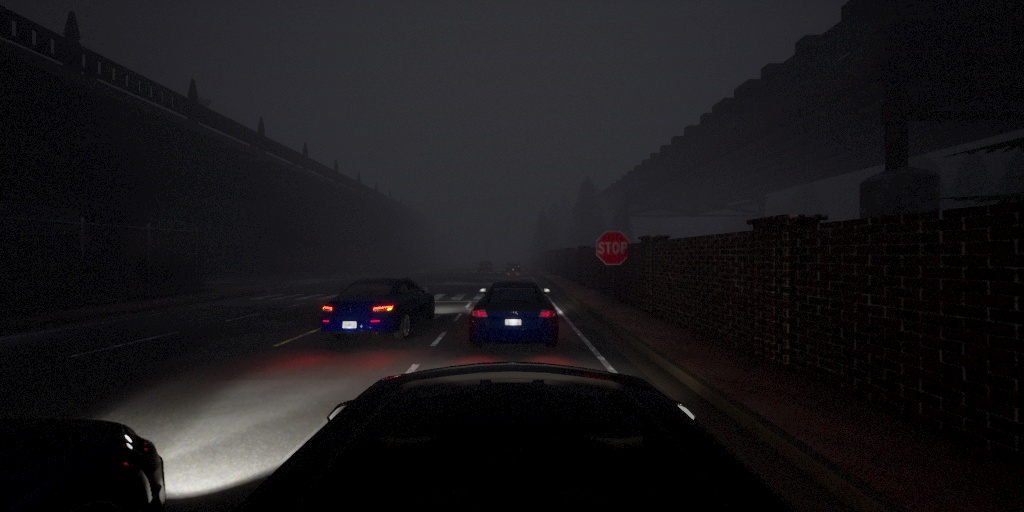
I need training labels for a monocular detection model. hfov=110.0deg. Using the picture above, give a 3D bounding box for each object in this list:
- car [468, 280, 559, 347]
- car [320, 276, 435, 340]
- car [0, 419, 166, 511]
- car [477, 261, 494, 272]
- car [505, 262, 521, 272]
[{"bbox_3d":[0.069,1.316,9.299,1.994,1.385,4.181,0,0,1],"label":"car"},{"bbox_3d":[-3.412,1.278,9.821,1.812,1.442,4.674,0,0,0],"label":"car"},{"bbox_3d":[-3.399,1.314,0.725,1.994,1.385,4.181,0,0,0],"label":"car"},{"bbox_3d":[-3.395,1.309,45.946,2.033,1.411,5.357,0,0,-1],"label":"car"},{"bbox_3d":[0.100,1.363,46.114,1.895,1.301,4.718,0,0,-1],"label":"car"}]
